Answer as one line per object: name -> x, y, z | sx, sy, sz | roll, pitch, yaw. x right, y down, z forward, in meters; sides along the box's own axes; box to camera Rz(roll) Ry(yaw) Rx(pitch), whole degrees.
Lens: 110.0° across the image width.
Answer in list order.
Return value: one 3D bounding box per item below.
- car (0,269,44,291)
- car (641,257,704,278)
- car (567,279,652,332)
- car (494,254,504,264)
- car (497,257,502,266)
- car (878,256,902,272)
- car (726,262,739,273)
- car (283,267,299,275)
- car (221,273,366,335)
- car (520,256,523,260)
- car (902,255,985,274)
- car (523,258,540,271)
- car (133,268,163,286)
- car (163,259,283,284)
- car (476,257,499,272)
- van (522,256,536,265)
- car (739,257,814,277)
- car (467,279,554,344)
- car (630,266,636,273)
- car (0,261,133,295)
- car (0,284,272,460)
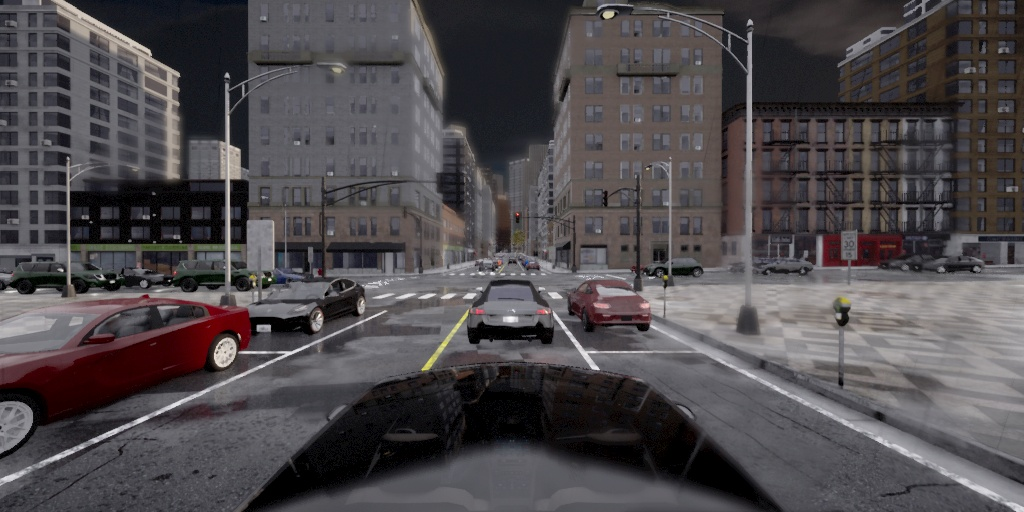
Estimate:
car -> -37.950, 1.752, 26.363 | 4.674, 1.442, 1.812 | -1, 0, 0
car -> 13.327, 0.875, 29.902 | 4.553, 1.767, 2.097 | -1, 0, 0
car -> 2.717, 1.330, 10.596 | 1.802, 1.307, 4.207 | 0, 0, 0
car -> -2.980, 0.968, 65.157 | 2.097, 1.767, 4.553 | 0, 0, 1
car -> -3.047, 1.199, 55.248 | 2.033, 1.411, 5.357 | 0, 0, 0
car -> 36.895, 0.685, 33.182 | 4.892, 1.490, 1.837 | -1, 0, 0
car -> 22.516, 0.868, 33.171 | 4.902, 1.511, 2.128 | -1, 0, 0
car -> -17.465, 1.519, 26.393 | 5.357, 1.411, 2.033 | -1, 0, 0
car -> -5.808, 1.314, 10.551 | 1.948, 1.339, 4.313 | 0, 0, 0
car -> 2.837, 1.202, 64.468 | 1.802, 1.307, 4.207 | 0, 0, 0
car -> 36.244, 0.708, 29.935 | 4.892, 1.490, 1.837 | -1, 0, 0
car -> 2.786, 1.257, 47.808 | 1.802, 1.307, 4.207 | 0, 0, 0
car -> -27.640, 1.606, 26.375 | 4.892, 1.490, 1.837 | -1, 0, 0
car -> -18.434, 1.222, 23.115 | 5.566, 2.045, 2.150 | -1, 0, -2
car -> -3.080, 1.207, 45.598 | 1.812, 1.442, 4.674 | 0, 0, 2
van -> 2.803, 0.998, 53.360 | 1.690, 1.789, 3.998 | 0, 0, 0
car -> 22.281, 0.888, 29.920 | 4.902, 1.511, 2.128 | -1, 0, 0
car -> -0.036, 1.312, 9.598 | 1.994, 1.385, 4.181 | 0, 0, 0
car -> 13.475, 1.105, 33.155 | 4.718, 1.301, 1.895 | -1, 0, 0
car -> -28.543, 1.351, 23.120 | 5.566, 2.045, 2.150 | -1, 0, 0
car -> -5.777, 1.295, 4.907 | 1.888, 1.381, 4.507 | 0, 0, 0
